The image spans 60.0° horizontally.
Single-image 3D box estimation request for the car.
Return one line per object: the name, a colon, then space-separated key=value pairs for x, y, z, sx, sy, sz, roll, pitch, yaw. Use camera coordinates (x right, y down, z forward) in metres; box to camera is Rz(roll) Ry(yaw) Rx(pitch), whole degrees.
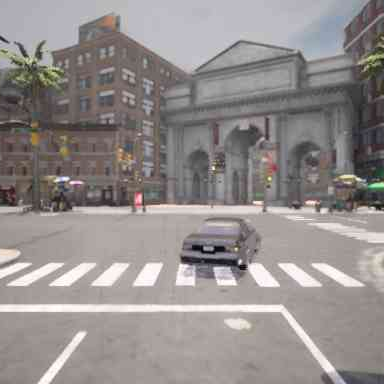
car: x=1.174 y=1.572 z=11.346 sx=2.033 sy=1.411 sz=5.357 roll=0 pitch=0 yaw=17
